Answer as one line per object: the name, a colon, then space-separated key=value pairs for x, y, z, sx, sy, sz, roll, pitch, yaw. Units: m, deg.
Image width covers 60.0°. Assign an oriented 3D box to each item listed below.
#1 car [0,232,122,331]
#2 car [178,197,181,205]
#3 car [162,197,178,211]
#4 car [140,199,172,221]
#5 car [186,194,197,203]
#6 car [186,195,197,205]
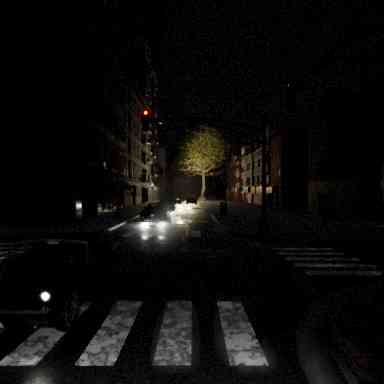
car: x=-2.865 y=1.597 z=6.986 sx=1.895 sy=1.301 sz=4.718 roll=0 pitch=0 yaw=0
car: x=-2.913 y=1.541 z=59.458 sx=1.994 sy=1.385 sz=4.181 roll=0 pitch=0 yaw=0
car: x=-2.945 y=1.481 z=39.563 sx=1.837 sy=1.490 sz=4.892 roll=0 pitch=1 yaw=0
car: x=-2.916 y=1.549 z=26.499 sx=1.994 sy=1.385 sz=4.181 roll=0 pitch=0 yaw=0
car: x=-0.077 y=1.329 z=69.338 sx=2.097 sy=1.767 sz=4.553 roll=0 pitch=0 yaw=0
car: x=-0.052 y=1.454 z=59.363 sx=1.882 sy=1.535 sz=5.008 roll=0 pitch=0 yaw=0
